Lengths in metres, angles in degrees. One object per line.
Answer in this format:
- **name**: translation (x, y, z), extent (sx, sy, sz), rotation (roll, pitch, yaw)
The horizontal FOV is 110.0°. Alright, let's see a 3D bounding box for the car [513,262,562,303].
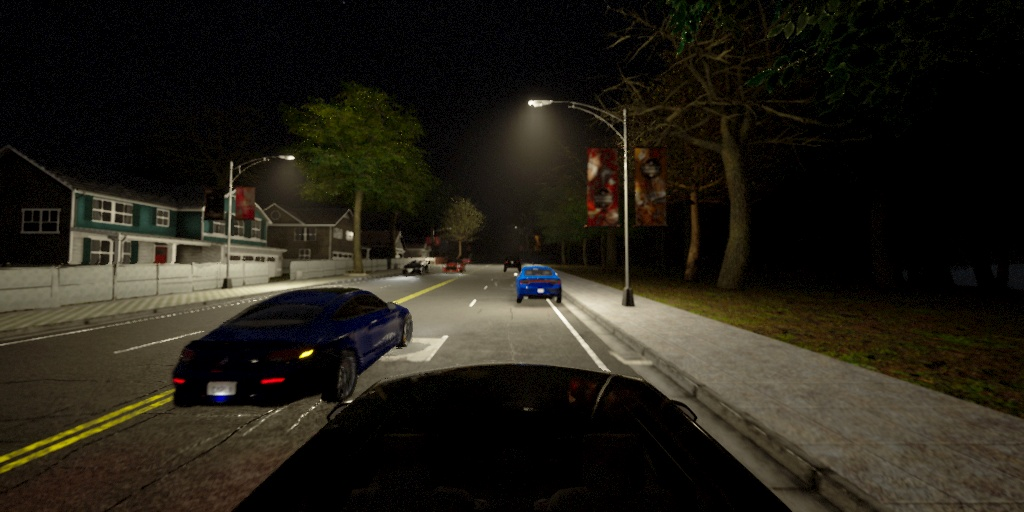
- **car**: translation (1.123, 1.205, 16.506), extent (1.882, 1.535, 5.008), rotation (0, 0, 0)

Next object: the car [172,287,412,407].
- **car**: translation (-3.153, 1.267, 6.191), extent (1.812, 1.442, 4.674), rotation (0, 0, 0)

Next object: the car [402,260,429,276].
- **car**: translation (-9.877, 1.211, 37.079), extent (2.128, 1.511, 4.902), rotation (0, 0, 0)

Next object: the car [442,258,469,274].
- **car**: translation (-6.624, 1.072, 41.253), extent (2.097, 1.767, 4.553), rotation (0, 0, 0)

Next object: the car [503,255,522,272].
- **car**: translation (0.051, 0.936, 46.179), extent (2.150, 2.045, 5.566), rotation (0, -1, 0)
